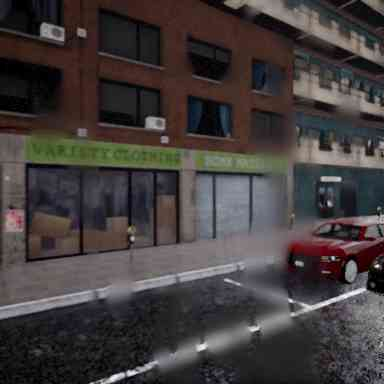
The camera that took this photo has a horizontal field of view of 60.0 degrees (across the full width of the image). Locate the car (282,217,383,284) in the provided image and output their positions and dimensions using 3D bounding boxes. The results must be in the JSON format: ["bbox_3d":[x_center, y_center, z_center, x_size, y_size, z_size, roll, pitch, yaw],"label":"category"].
[{"bbox_3d":[4.387,1.431,9.221,4.507,1.381,1.887,-1,1,-36],"label":"car"}]

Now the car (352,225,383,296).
[{"bbox_3d":[5.518,1.455,7.008,4.181,1.385,1.994,-1,1,-36],"label":"car"}]
